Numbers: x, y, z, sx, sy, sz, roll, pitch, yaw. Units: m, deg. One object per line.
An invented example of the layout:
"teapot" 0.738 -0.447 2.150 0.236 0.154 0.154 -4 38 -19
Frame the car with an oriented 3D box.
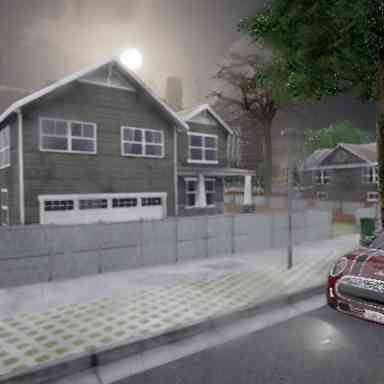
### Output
"car" 4.679 1.379 6.642 4.553 1.767 2.097 0 0 -37
